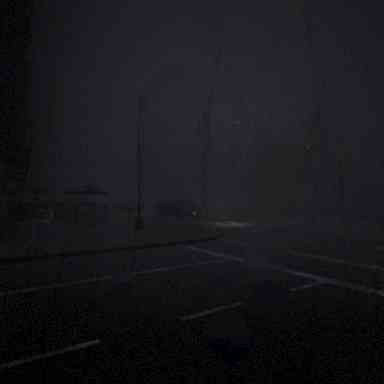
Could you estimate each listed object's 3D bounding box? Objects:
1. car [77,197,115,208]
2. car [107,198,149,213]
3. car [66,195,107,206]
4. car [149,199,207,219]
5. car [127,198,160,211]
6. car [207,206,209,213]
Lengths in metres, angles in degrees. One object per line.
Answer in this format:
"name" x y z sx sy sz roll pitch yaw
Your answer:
"car" -13.717 1.526 47.480 5.357 1.411 2.033 0 0 29
"car" -6.968 1.524 36.418 2.033 1.411 5.357 0 0 -36
"car" -14.137 1.194 43.598 5.566 2.045 2.150 0 0 34
"car" -1.298 1.468 28.485 2.128 1.511 4.902 0 0 -38
"car" -5.947 1.508 40.470 1.812 1.442 4.674 0 0 -40
"car" -0.337 1.475 33.122 2.128 1.511 4.902 0 0 -36
